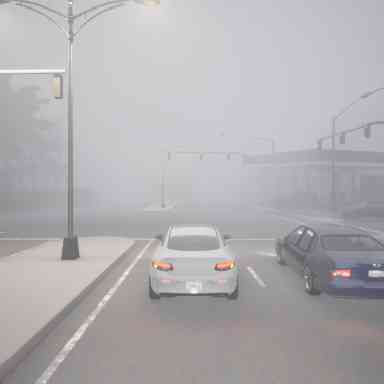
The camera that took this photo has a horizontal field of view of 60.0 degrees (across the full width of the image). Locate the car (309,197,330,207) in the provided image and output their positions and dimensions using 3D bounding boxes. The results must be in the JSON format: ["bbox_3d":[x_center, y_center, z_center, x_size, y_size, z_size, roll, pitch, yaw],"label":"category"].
[{"bbox_3d":[18.622,1.456,48.737,1.970,1.475,3.806,0,0,0],"label":"car"}]

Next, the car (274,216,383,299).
[{"bbox_3d":[3.508,1.547,8.611,2.033,1.411,5.357,0,0,3],"label":"car"}]

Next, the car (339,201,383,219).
[{"bbox_3d":[14.744,1.526,27.801,4.674,1.442,1.812,0,0,-1],"label":"car"}]

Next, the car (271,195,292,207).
[{"bbox_3d":[12.882,1.295,47.935,2.242,1.667,4.611,0,0,0],"label":"car"}]

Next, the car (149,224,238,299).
[{"bbox_3d":[0.029,1.526,8.303,1.812,1.442,4.674,0,0,0],"label":"car"}]
